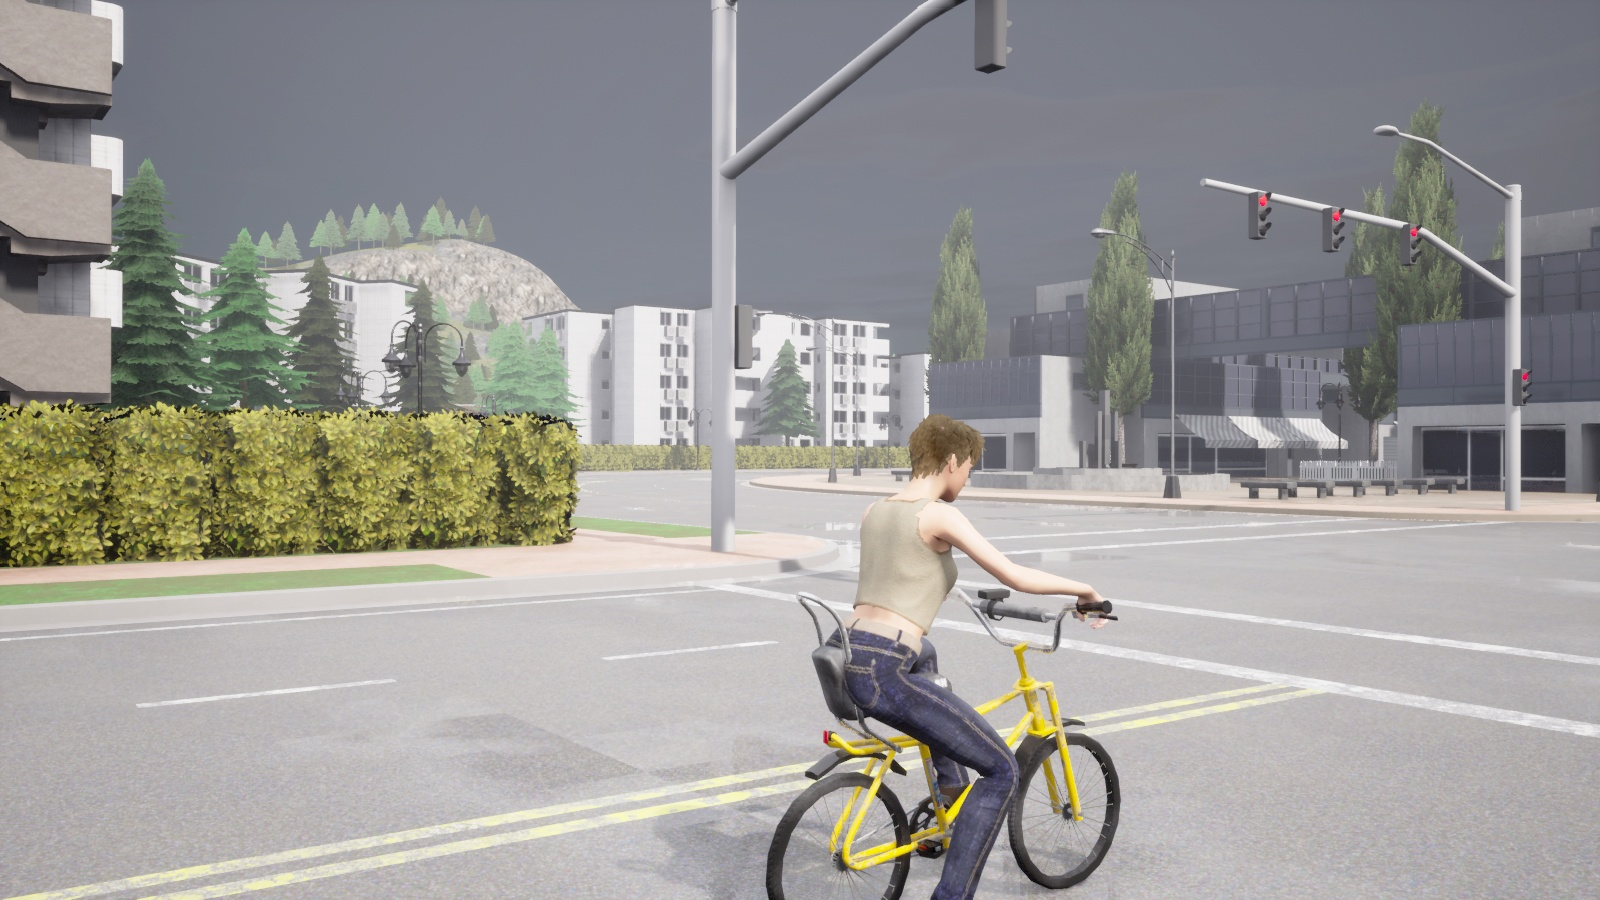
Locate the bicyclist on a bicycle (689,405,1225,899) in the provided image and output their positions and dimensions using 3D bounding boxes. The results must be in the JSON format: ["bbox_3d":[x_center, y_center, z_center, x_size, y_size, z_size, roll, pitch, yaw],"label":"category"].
[{"bbox_3d":[0.520,0.690,4.026,1.509,1.612,0.866,0,0,-35],"label":"bicyclist on a bicycle"}]
